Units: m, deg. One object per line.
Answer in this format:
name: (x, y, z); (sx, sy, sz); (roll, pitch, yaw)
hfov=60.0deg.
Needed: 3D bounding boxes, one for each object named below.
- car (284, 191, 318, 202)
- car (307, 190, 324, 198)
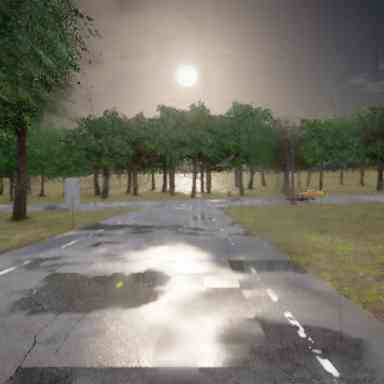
car: (18.005, 1.017, 55.644); (4.718, 1.301, 1.895); (-2, 3, 0)
car: (22.139, 0.397, 62.598); (5.008, 1.535, 1.882); (-3, 3, 0)
